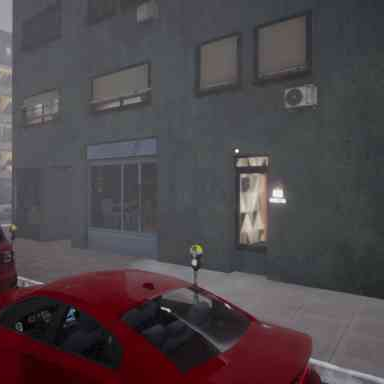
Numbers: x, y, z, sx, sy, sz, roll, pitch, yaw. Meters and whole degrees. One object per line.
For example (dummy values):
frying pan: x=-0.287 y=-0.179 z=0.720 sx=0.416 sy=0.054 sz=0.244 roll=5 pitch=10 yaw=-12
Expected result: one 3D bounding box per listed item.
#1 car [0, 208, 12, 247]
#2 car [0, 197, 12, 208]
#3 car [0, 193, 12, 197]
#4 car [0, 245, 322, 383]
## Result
car: x=-5.546 y=1.314 z=6.742 sx=5.009 sy=1.841 sz=2.192 roll=0 pitch=0 yaw=35
car: x=-17.666 y=1.366 z=28.598 sx=1.895 sy=1.301 sz=4.718 roll=1 pitch=1 yaw=34
car: x=-18.566 y=1.029 z=31.833 sx=2.192 sy=1.841 sz=5.009 roll=2 pitch=2 yaw=35
car: x=-1.018 y=1.544 z=3.571 sx=4.507 sy=1.381 sz=1.887 roll=0 pitch=0 yaw=35
